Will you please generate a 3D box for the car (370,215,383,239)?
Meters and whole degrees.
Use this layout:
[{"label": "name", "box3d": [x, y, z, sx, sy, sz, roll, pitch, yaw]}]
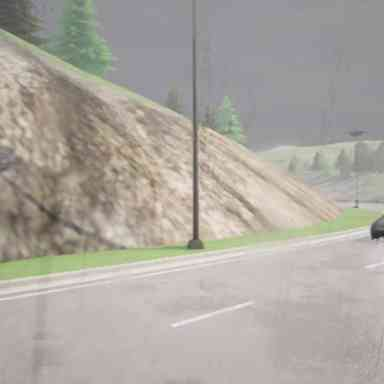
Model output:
[{"label": "car", "box3d": [10.812, 1.681, 17.115, 4.181, 1.385, 1.994, 0, -1, -44]}]
